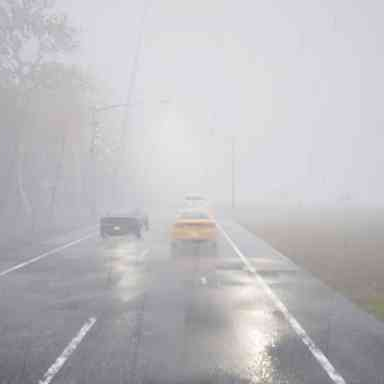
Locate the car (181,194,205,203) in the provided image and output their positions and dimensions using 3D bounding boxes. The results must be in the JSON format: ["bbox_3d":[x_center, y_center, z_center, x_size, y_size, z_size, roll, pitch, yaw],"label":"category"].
[{"bbox_3d":[0.097,1.248,34.124,2.150,2.045,5.566,0,0,0],"label":"car"}]

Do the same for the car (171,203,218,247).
[{"bbox_3d":[0.093,1.488,15.221,1.882,1.535,5.008,0,0,0],"label":"car"}]

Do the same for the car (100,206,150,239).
[{"bbox_3d":[-3.400,1.490,17.574,1.882,1.535,5.008,0,0,0],"label":"car"}]
